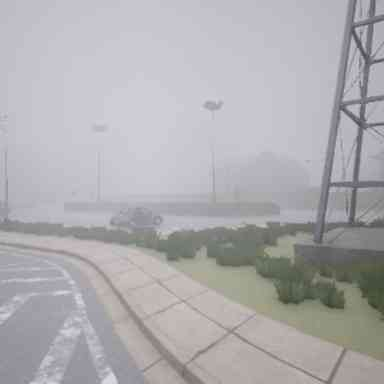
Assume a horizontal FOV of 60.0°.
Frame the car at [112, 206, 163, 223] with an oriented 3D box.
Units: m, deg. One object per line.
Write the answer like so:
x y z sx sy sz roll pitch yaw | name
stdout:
-3.874 1.723 23.519 1.784 1.438 3.905 -1 0 35 | car

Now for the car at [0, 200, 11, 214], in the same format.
-22.367 1.802 36.301 1.932 1.855 4.605 -1 0 35 | car
